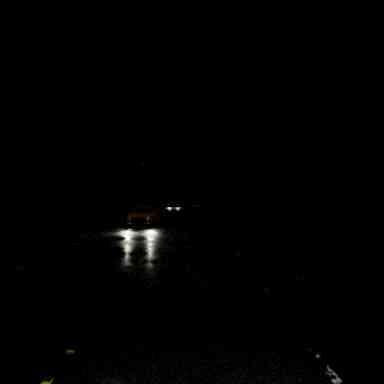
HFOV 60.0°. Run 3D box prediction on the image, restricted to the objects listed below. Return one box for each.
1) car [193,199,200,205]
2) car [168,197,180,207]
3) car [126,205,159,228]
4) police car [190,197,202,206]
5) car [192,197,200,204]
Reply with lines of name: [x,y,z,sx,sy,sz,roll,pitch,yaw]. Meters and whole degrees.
car: [1.054,2.433,81.461,1.812,1.442,4.674,0,-1,0]
car: [-3.509,1.940,65.186,2.150,2.045,5.566,0,-1,0]
car: [-3.598,1.738,24.721,1.882,1.535,5.008,0,-1,0]
police car: [1.054,2.216,71.571,1.930,1.638,5.238,0,-1,0]
car: [1.054,2.329,87.433,2.097,1.767,4.553,0,-1,0]
